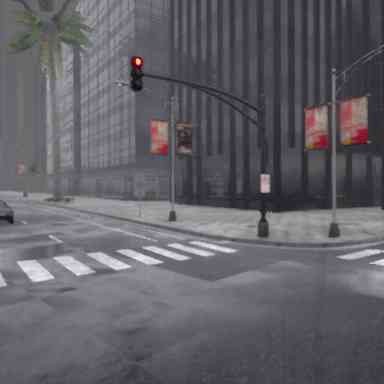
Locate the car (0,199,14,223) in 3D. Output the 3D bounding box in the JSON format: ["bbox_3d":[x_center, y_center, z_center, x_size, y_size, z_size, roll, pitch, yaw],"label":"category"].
[{"bbox_3d":[-12.280,1.134,20.501,1.994,1.385,4.181,0,1,-36],"label":"car"}]
